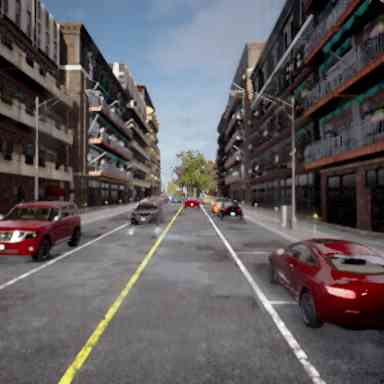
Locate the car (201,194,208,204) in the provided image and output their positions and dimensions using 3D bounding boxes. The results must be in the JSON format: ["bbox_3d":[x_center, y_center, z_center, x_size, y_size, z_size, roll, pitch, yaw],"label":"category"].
[{"bbox_3d":[2.705,1.498,63.445,1.752,1.417,4.829,1,0,0],"label":"car"}]

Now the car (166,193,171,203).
[{"bbox_3d":[-5.673,1.287,63.314,2.192,1.841,5.009,1,0,0],"label":"car"}]

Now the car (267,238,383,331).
[{"bbox_3d":[2.701,1.578,6.657,1.802,1.307,4.206,1,0,0],"label":"car"}]

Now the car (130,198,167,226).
[{"bbox_3d":[-3.100,1.465,23.633,1.882,1.535,5.008,0,0,0],"label":"car"}]

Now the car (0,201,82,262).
[{"bbox_3d":[-5.675,1.308,12.359,2.192,1.841,5.009,1,0,0],"label":"car"}]

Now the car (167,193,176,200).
[{"bbox_3d":[-5.672,1.284,91.621,2.192,1.841,5.009,1,0,0],"label":"car"}]

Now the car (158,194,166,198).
[{"bbox_3d":[-5.676,1.415,51.991,1.967,1.590,4.097,1,0,0],"label":"car"}]

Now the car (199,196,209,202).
[{"bbox_3d":[2.711,1.536,74.598,1.947,1.339,4.313,1,0,0],"label":"car"}]

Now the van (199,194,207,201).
[{"bbox_3d":[2.694,1.311,80.260,1.690,1.788,3.998,1,0,0],"label":"van"}]

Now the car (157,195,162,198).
[{"bbox_3d":[-5.677,1.522,46.328,1.887,1.381,4.507,1,0,0],"label":"car"}]

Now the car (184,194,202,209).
[{"bbox_3d":[0.004,1.435,44.140,1.882,1.535,5.008,0,0,0],"label":"car"}]

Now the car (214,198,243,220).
[{"bbox_3d":[3.149,1.510,27.897,1.812,1.442,4.674,0,0,0],"label":"car"}]

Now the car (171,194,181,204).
[{"bbox_3d":[-3.009,1.519,64.760,2.033,1.411,5.357,0,0,0],"label":"car"}]

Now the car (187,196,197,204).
[{"bbox_3d":[0.003,1.477,64.670,1.812,1.442,4.674,0,0,0],"label":"car"}]

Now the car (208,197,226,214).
[{"bbox_3d":[3.113,1.334,34.868,2.097,1.767,4.553,0,0,0],"label":"car"}]

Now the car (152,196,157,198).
[{"bbox_3d":[-5.678,1.505,40.498,1.752,1.417,4.829,1,0,0],"label":"car"}]

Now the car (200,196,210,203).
[{"bbox_3d":[2.707,1.516,68.936,1.887,1.381,4.507,1,0,0],"label":"car"}]
